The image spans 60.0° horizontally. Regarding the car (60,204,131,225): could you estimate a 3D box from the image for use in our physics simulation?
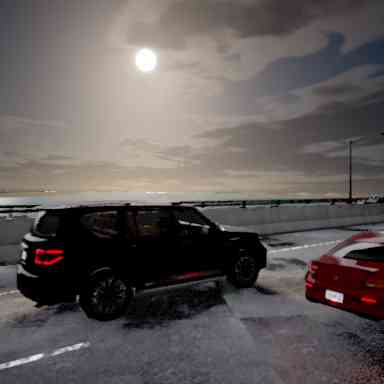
[{"bbox_3d":[-7.123,1.588,24.682,4.718,1.301,1.895,0,0,-35],"label":"car"}]

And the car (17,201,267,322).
[{"bbox_3d":[-0.795,1.217,7.470,5.566,2.045,2.150,0,0,-35],"label":"car"}]

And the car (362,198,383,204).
[{"bbox_3d":[26.372,1.500,48.003,4.181,1.385,1.994,0,0,-35],"label":"car"}]

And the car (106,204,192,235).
[{"bbox_3d":[-2.421,1.513,19.432,4.674,1.442,1.812,0,0,-35],"label":"car"}]

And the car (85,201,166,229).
[{"bbox_3d":[-4.381,1.465,22.332,5.008,1.535,1.882,0,0,-35],"label":"car"}]

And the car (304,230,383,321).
[{"bbox_3d":[4.177,1.517,6.705,4.674,1.442,1.812,0,0,-35],"label":"car"}]
